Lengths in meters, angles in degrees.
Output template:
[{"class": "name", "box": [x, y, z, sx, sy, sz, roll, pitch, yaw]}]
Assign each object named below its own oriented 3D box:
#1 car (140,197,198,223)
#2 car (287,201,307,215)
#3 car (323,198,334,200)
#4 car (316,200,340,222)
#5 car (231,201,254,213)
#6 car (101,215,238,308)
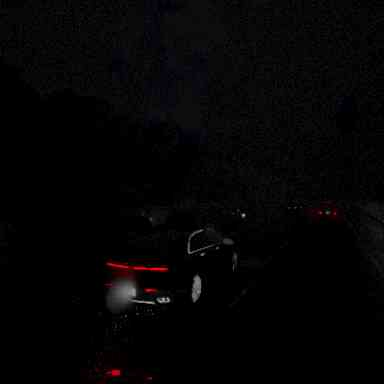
[{"class": "car", "box": [-1.385, 1.386, 23.010, 2.150, 2.045, 5.566, 0, 0, 22]}, {"class": "car", "box": [12.046, 1.779, 37.973, 2.033, 1.411, 5.357, 0, 0, 23]}, {"class": "car", "box": [19.537, 1.594, 47.611, 2.097, 1.767, 4.553, 0, 0, 22]}, {"class": "car", "box": [11.890, 1.748, 29.087, 2.033, 1.411, 5.357, 0, 0, 22]}, {"class": "car", "box": [6.491, 1.813, 41.826, 2.033, 1.411, 5.357, 0, 0, 22]}, {"class": "car", "box": [-0.227, 1.568, 8.262, 1.837, 1.490, 4.892, 0, 0, 22]}]
